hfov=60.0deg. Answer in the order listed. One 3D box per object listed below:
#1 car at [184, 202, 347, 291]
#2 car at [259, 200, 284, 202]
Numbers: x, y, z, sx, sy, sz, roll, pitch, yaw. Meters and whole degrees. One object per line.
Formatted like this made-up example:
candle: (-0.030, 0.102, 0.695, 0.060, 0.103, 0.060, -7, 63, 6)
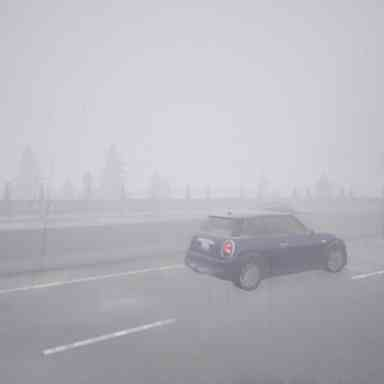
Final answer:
car: (2.132, 1.312, 9.065, 4.553, 1.767, 2.097, 0, 0, -32)
car: (6.131, 1.412, 27.175, 4.892, 1.490, 1.837, 0, 0, -24)
